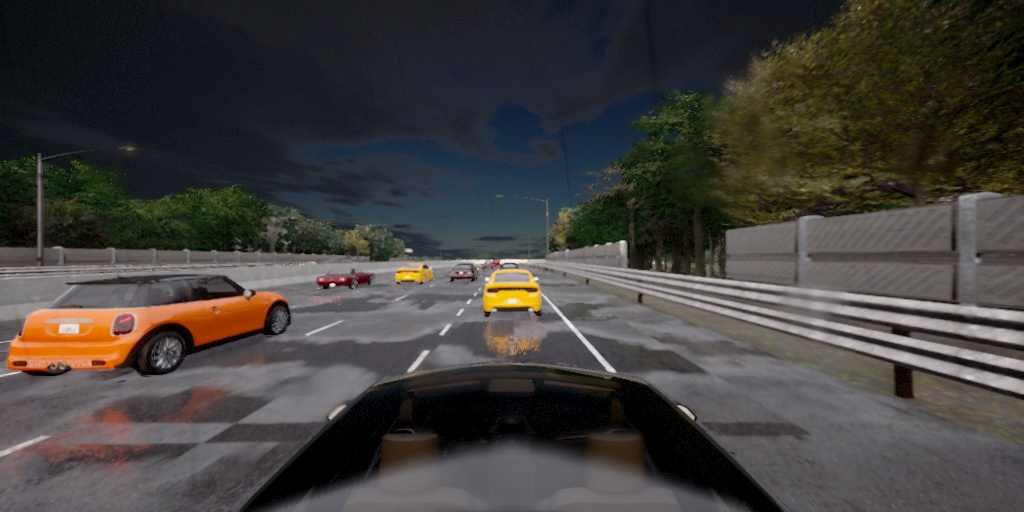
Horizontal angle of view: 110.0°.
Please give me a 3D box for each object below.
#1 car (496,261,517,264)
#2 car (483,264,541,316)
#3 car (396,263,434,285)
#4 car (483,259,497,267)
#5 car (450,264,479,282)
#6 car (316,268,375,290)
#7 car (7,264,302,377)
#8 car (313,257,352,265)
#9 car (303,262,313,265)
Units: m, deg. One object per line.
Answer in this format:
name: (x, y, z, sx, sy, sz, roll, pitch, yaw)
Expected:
car: (-0.204, 1.278, 31.716, 1.812, 1.442, 4.674, 0, 0, -1)
car: (-0.008, 1.231, 13.499, 1.882, 1.535, 5.008, 0, 0, -1)
car: (-7.152, 1.272, 26.822, 1.882, 1.535, 5.008, 0, 0, -1)
car: (-4.142, 1.616, 63.360, 2.033, 1.411, 5.357, 0, -1, -1)
car: (-3.774, 1.319, 28.899, 2.033, 1.411, 5.357, 0, 0, -1)
car: (-10.614, 1.419, 23.370, 1.895, 1.301, 4.718, 0, 0, -1)
car: (-6.947, 1.155, 7.732, 2.097, 1.767, 4.553, 0, 0, -1)
car: (-21.523, 1.186, 44.052, 2.150, 2.045, 5.566, 0, 0, 0)
car: (-25.020, 1.470, 44.457, 1.882, 1.535, 5.008, 0, 0, 0)
